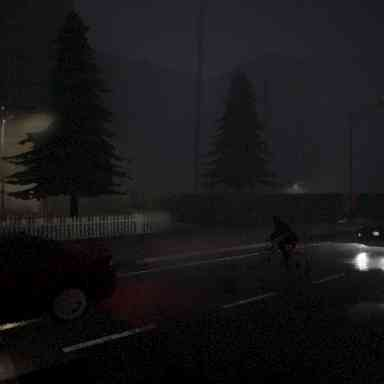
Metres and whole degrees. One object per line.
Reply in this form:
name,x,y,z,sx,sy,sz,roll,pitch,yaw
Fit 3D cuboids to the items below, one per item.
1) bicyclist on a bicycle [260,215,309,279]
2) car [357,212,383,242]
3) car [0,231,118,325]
bicyclist on a bicycle,2.443,1.455,9.002,0.582,1.620,1.656,0,-2,-36
car,9.327,1.564,15.094,4.181,1.385,1.994,0,0,-36
car,-3.782,1.478,5.604,5.008,1.535,1.882,0,0,-35
